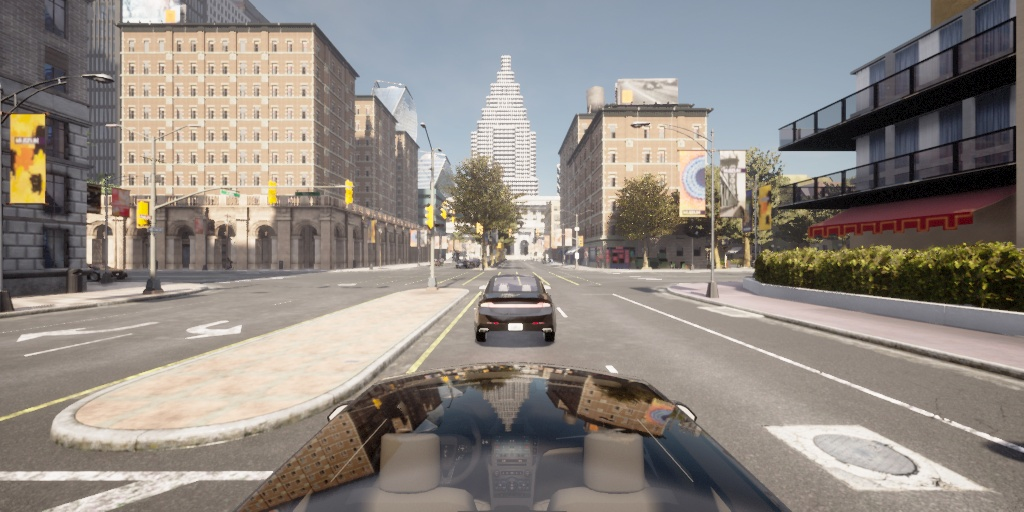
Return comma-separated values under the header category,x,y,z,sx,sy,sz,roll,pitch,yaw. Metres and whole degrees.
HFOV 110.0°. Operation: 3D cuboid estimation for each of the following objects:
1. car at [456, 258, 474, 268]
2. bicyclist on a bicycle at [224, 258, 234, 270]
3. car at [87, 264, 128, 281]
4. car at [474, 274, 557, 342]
category,x,y,z,sx,sy,sz,roll,pitch,yaw
car,-8.002,1.230,58.527,2.128,1.511,4.902,0,0,0
bicyclist on a bicycle,-37.237,1.042,47.188,0.582,1.620,1.656,0,0,0
car,-34.159,1.309,29.234,4.181,1.385,1.994,0,0,0
car,0.082,1.240,9.778,2.128,1.511,4.902,0,0,0
